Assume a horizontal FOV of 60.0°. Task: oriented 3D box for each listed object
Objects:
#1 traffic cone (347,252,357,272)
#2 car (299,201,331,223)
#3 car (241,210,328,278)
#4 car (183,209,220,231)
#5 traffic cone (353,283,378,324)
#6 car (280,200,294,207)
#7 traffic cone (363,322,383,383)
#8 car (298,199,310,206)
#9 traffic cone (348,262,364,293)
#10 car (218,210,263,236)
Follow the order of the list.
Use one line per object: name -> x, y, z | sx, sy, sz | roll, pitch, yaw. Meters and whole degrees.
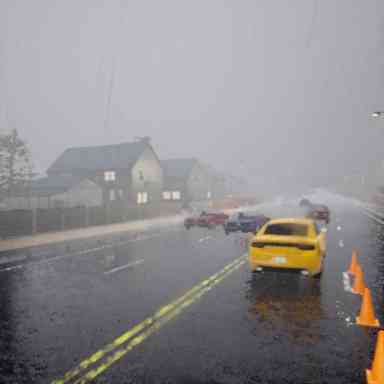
traffic cone -> 4.655, 2.030, 9.554 | 0.340, 0.580, 0.340 | -1, -1, 23
car -> 10.523, 1.779, 27.870 | 2.033, 1.411, 5.357 | -1, -1, 23
car -> 3.206, 1.579, 10.683 | 1.882, 1.535, 5.008 | -1, -1, 23
car -> 1.088, 1.865, 22.808 | 1.895, 1.301, 4.718 | -1, -1, 23
traffic cone -> 3.089, 2.000, 5.874 | 0.340, 0.580, 0.340 | -1, -1, 23
car -> 17.481, 2.123, 61.112 | 1.895, 1.301, 4.718 | -1, -1, 24
traffic cone -> 2.305, 1.985, 4.034 | 0.340, 0.580, 0.340 | -1, -1, 23
car -> 19.918, 1.974, 58.583 | 1.837, 1.490, 4.892 | -1, -1, 24
traffic cone -> 3.872, 2.015, 7.714 | 0.340, 0.580, 0.340 | -1, -1, 23
car -> 3.321, 1.808, 19.756 | 1.895, 1.301, 4.718 | -1, -1, 23
